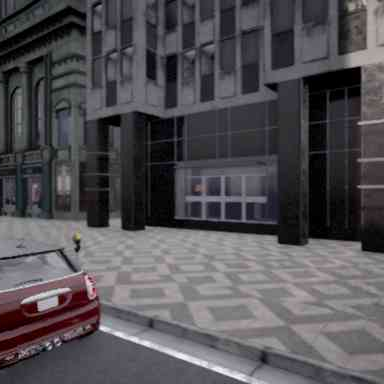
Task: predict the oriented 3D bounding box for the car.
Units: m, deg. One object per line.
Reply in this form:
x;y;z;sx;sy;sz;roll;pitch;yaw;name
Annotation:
-3.432;1.472;5.409;4.097;1.590;1.967;0;0;36;car
